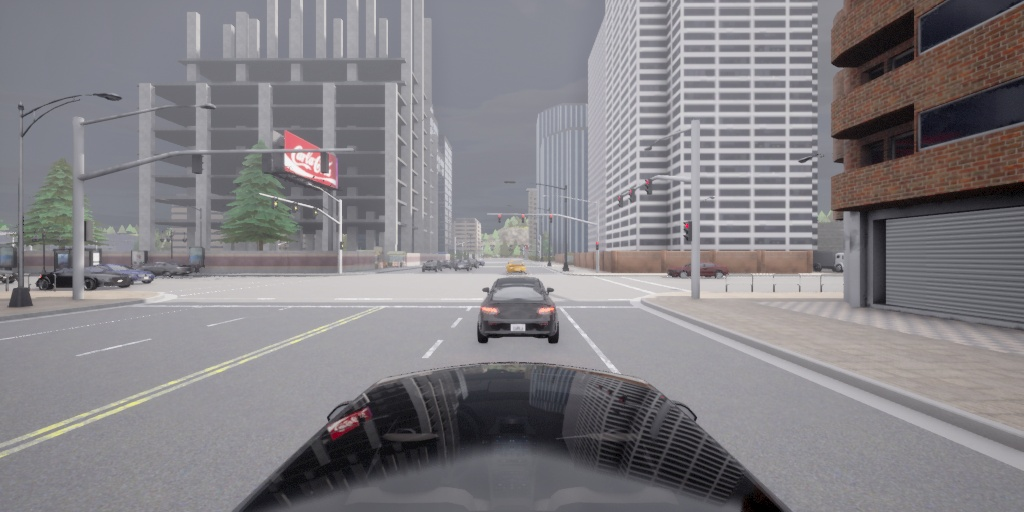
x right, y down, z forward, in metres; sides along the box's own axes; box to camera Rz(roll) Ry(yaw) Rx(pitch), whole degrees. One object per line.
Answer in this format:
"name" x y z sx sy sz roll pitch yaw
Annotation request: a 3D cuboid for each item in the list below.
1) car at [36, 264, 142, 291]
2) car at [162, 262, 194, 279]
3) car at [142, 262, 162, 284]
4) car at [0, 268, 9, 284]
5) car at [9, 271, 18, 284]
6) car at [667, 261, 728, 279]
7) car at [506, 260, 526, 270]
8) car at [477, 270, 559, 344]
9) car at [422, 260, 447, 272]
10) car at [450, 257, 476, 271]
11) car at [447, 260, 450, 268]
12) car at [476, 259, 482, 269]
"car" -25.501 1.314 21.518 4.181 1.385 1.994 0 0 0
"car" -31.566 1.241 32.260 4.902 1.511 2.128 0 0 0
"car" -27.853 1.276 25.035 4.674 1.442 1.812 0 0 0
"car" -34.199 1.102 21.581 4.553 1.767 2.097 0 0 0
"car" -37.843 1.255 25.108 4.892 1.490 1.837 0 0 0
"car" 16.473 1.228 31.927 5.008 1.535 1.882 0 0 0
"car" 0.445 1.228 40.361 1.882 1.535 5.008 -1 0 -5
"car" 0.161 1.276 9.513 1.812 1.442 4.674 0 0 1
"car" -10.073 1.255 45.653 1.837 1.490 4.892 0 0 1
"car" -6.533 1.241 48.558 2.128 1.511 4.902 0 0 1
"car" -9.950 1.297 55.389 2.033 1.411 5.357 0 0 1
"car" -6.409 1.255 57.930 1.837 1.490 4.892 0 0 1
